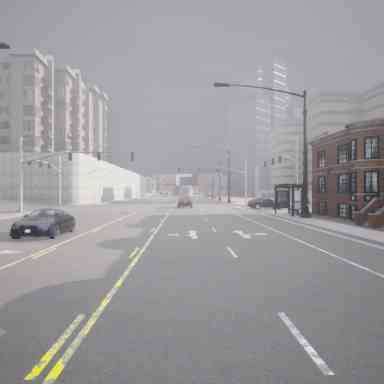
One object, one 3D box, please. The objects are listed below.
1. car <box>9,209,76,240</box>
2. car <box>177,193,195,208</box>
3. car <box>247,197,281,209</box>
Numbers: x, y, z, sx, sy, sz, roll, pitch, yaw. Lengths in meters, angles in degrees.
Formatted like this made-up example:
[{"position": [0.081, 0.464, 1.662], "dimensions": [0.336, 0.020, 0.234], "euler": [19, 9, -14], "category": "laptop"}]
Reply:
[{"position": [-7.446, 1.562, 16.996], "dimensions": [1.994, 1.385, 4.181], "euler": [0, 0, -1], "category": "car"}, {"position": [-0.992, 1.352, 47.448], "dimensions": [2.097, 1.767, 4.553], "euler": [0, 0, -1], "category": "car"}, {"position": [9.766, 1.505, 44.019], "dimensions": [4.892, 1.490, 1.837], "euler": [0, 0, -8], "category": "car"}]
